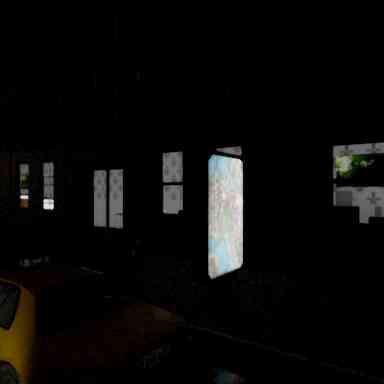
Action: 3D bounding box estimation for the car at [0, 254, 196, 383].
[{"bbox_3d":[-2.236,1.522,4.469,4.829,1.417,1.752,0,0,36],"label":"car"}]
